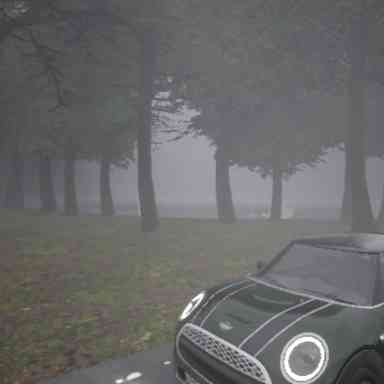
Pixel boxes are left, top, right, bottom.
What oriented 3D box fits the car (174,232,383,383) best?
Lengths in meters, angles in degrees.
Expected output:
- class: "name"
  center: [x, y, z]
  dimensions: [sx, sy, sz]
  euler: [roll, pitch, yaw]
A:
- class: "car"
  center: [1.997, 1.407, 4.503]
  dimensions: [4.553, 1.767, 2.097]
  euler: [1, -1, -36]
